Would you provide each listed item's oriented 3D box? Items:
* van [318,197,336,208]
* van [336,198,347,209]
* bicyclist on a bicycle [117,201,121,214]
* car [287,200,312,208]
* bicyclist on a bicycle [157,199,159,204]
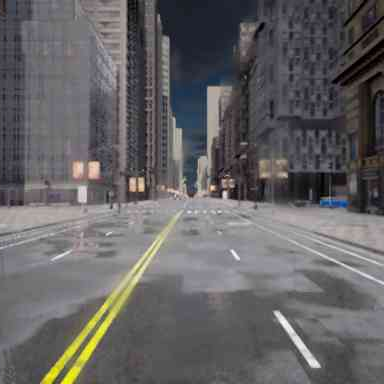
[{"bbox_3d":[24.767,1.865,59.370,3.998,1.788,1.690,0,-1,0],"label":"van"},{"bbox_3d":[24.729,1.773,50.846,3.998,1.788,1.690,0,-1,0],"label":"van"},{"bbox_3d":[-8.735,1.839,39.895,0.582,1.620,1.656,0,0,0],"label":"bicyclist on a bicycle"},{"bbox_3d":[19.149,2.086,59.394,4.403,1.369,2.008,0,0,0],"label":"car"},{"bbox_3d":[-8.708,2.282,85.681,0.866,1.612,1.509,0,-1,0],"label":"bicyclist on a bicycle"}]
